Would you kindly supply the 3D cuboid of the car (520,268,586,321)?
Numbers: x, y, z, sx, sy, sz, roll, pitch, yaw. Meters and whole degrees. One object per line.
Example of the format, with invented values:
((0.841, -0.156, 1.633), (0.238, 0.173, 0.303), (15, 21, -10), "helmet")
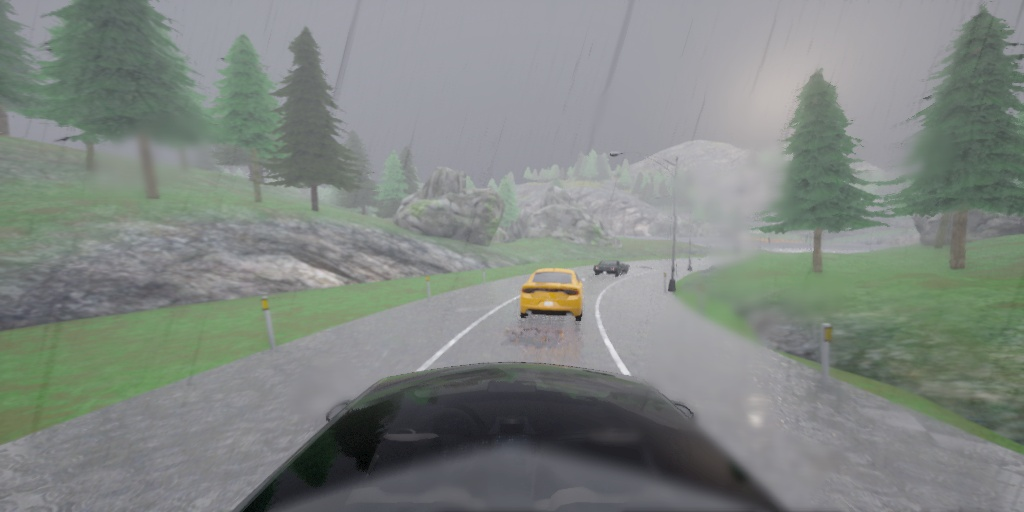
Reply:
((1.520, 1.166, 12.543), (1.882, 1.535, 5.008), (1, 1, 11), "car")

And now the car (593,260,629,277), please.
((8.364, 0.958, 29.864), (1.895, 1.301, 4.718), (3, 3, 30), "car")
